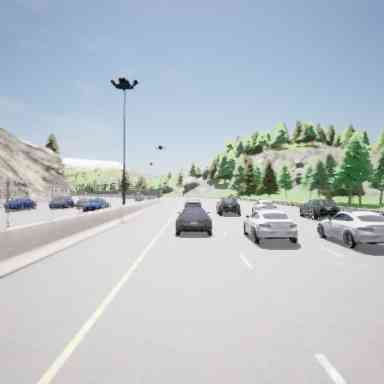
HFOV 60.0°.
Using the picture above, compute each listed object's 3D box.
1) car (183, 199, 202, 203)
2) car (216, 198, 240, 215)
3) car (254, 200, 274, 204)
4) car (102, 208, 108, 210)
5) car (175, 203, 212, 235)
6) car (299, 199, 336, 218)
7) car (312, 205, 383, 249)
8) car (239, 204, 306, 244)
[{"bbox_3d":[0.100,1.490,36.498,2.128,1.511,4.902,0,0,0],"label":"car"},{"bbox_3d":[3.598,1.351,33.553,2.097,1.767,4.553,0,0,0],"label":"car"},{"bbox_3d":[7.099,1.524,32.590,1.812,1.442,4.674,0,0,0],"label":"car"},{"bbox_3d":[-10.593,1.476,37.043,1.882,1.535,5.008,0,0,0],"label":"car"},{"bbox_3d":[0.099,1.563,19.014,1.994,1.385,4.181,0,0,0],"label":"car"},{"bbox_3d":[10.599,1.351,27.963,2.097,1.767,4.553,0,0,0],"label":"car"},{"bbox_3d":[7.100,1.525,14.474,1.812,1.442,4.674,0,0,0],"label":"car"},{"bbox_3d":[3.600,1.525,15.753,1.812,1.442,4.674,0,0,0],"label":"car"}]
